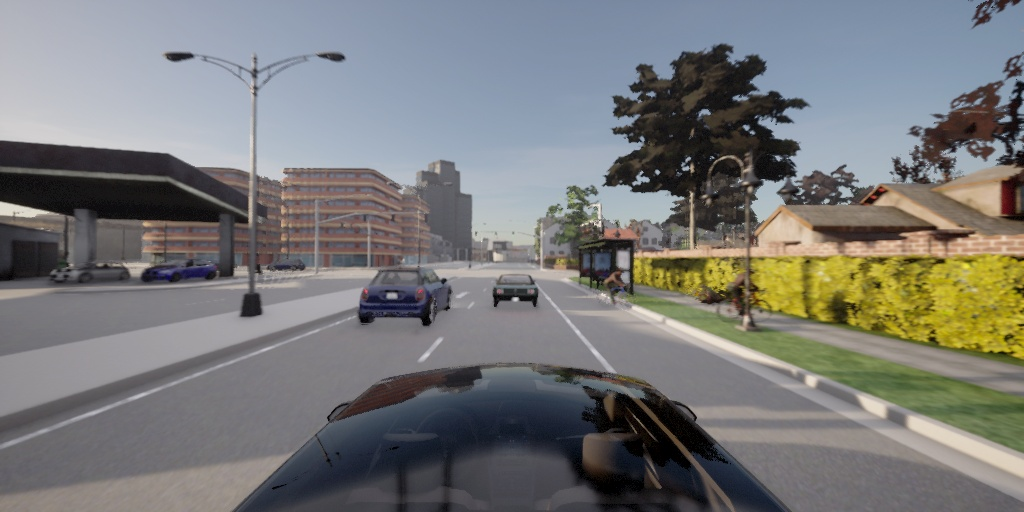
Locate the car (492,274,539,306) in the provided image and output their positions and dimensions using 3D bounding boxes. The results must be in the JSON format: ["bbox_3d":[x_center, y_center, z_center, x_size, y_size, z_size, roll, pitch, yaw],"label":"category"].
[{"bbox_3d":[0.157,1.444,16.372,1.895,1.301,4.718,0,0,0],"label":"car"}]

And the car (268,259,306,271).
[{"bbox_3d":[-31.669,1.200,50.388,4.553,1.767,2.097,0,0,-1],"label":"car"}]

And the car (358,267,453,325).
[{"bbox_3d":[-3.367,1.146,12.213,2.097,1.767,4.553,0,0,0],"label":"car"}]

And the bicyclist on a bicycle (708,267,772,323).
[{"bbox_3d":[6.804,1.151,10.483,1.656,1.620,0.582,1,0,-2],"label":"bicyclist on a bicycle"}]

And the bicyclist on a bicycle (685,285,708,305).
[{"bbox_3d":[8.202,1.696,15.081,1.656,0.582,1.620,7,16,20],"label":"bicyclist on a bicycle"}]

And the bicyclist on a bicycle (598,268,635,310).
[{"bbox_3d":[4.196,1.311,14.465,0.582,1.620,1.656,1,0,-43],"label":"bicyclist on a bicycle"}]
